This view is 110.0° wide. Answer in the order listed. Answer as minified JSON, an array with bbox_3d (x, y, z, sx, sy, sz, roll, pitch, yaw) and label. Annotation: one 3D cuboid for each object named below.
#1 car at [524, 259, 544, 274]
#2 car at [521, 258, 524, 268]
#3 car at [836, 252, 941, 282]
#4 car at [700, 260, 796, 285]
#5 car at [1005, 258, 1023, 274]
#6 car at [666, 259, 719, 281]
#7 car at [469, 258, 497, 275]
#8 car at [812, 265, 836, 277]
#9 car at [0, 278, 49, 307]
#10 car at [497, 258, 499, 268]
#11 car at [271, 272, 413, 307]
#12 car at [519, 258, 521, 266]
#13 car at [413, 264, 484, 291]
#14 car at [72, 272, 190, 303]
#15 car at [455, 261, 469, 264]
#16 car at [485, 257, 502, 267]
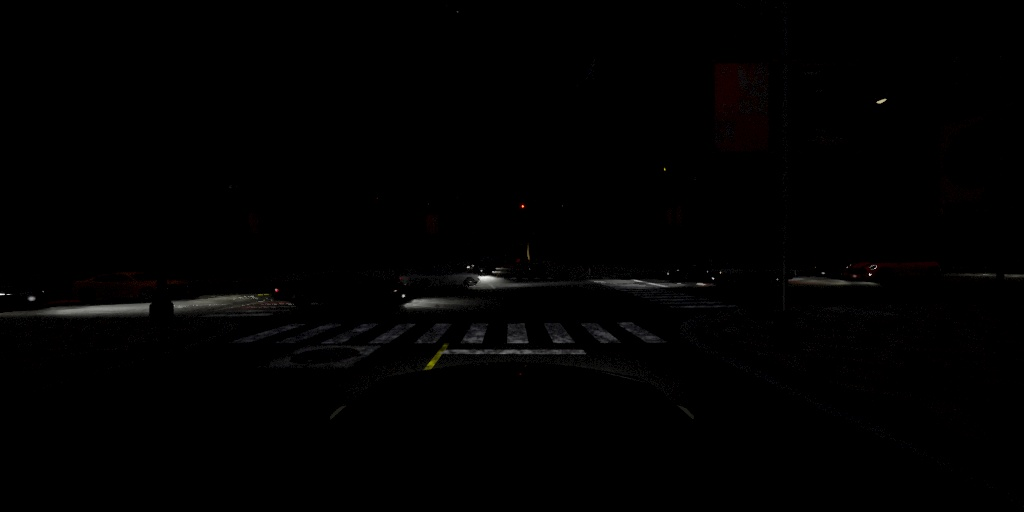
[{"bbox_3d":[2.714,1.305,41.246,2.007,1.370,4.403,0,0,0],"label":"car"},{"bbox_3d":[2.655,1.303,52.135,1.888,1.381,4.507,0,0,0],"label":"car"},{"bbox_3d":[23.792,0.652,22.554,4.553,1.767,2.097,-1,0,0],"label":"car"},{"bbox_3d":[14.831,1.059,22.537,4.718,1.301,1.895,-1,0,0],"label":"car"},{"bbox_3d":[38.821,0.517,25.816,5.008,1.535,1.882,-2,0,0],"label":"car"},{"bbox_3d":[13.688,0.964,25.794,4.902,1.511,2.128,-1,0,0],"label":"car"},{"bbox_3d":[-3.135,1.246,39.173,2.128,1.511,4.902,0,0,0],"label":"car"},{"bbox_3d":[24.591,0.881,25.807,4.718,1.301,1.895,-1,0,0],"label":"car"},{"bbox_3d":[-23.554,1.657,15.755,4.902,1.511,2.128,-1,0,0],"label":"car"},{"bbox_3d":[-3.191,1.305,49.521,2.033,1.411,5.357,0,0,0],"label":"car"},{"bbox_3d":[-7.460,1.415,15.789,5.357,1.411,2.033,-1,0,0],"label":"car"},{"bbox_3d":[2.627,1.311,57.579,2.007,1.370,4.403,0,0,0],"label":"car"},{"bbox_3d":[-4.441,1.360,22.331,4.718,1.301,1.895,0,0,-33],"label":"car"},{"bbox_3d":[-20.049,1.572,19.012,5.008,1.535,1.882,-1,0,0],"label":"car"},{"bbox_3d":[-5.811,1.305,41.204,2.007,1.370,4.403,0,0,0],"label":"car"},{"bbox_3d":[-3.233,1.289,61.608,1.812,1.442,4.674,0,0,0],"label":"car"}]
